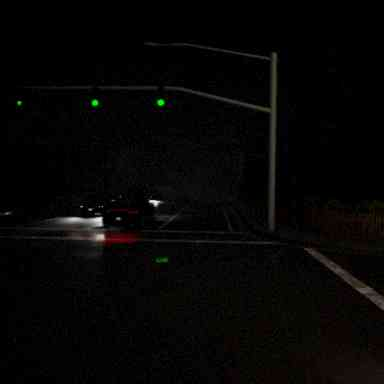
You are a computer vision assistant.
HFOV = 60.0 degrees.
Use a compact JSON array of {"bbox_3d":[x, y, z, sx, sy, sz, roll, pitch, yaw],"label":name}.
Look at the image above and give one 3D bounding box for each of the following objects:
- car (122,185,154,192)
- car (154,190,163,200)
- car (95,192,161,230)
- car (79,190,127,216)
[{"bbox_3d":[-5.728,0.292,33.749,2.150,2.045,5.566,1,2,4],"label":"car"},{"bbox_3d":[-4.986,0.388,43.714,1.994,1.385,4.181,1,1,4],"label":"car"},{"bbox_3d":[-3.142,0.993,17.464,1.882,1.535,5.008,1,1,4],"label":"car"},{"bbox_3d":[-6.412,0.825,23.885,1.837,1.490,4.892,1,1,4],"label":"car"}]
